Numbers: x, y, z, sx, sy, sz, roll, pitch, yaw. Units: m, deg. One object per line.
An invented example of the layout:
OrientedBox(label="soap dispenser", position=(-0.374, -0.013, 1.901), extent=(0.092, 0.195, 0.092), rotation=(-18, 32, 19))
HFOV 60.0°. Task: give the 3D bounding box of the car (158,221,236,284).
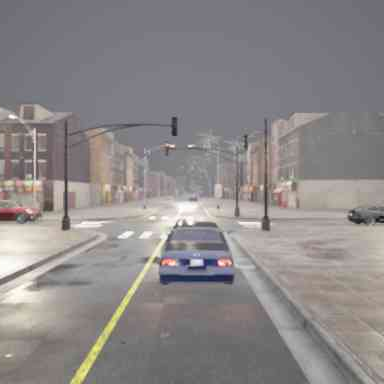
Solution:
OrientedBox(label="car", position=(0.109, 1.539, 9.568), extent=(2.033, 1.411, 5.357), rotation=(0, 0, 0))

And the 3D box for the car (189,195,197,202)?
OrientedBox(label="car", position=(0.234, 1.466, 76.502), extent=(1.882, 1.535, 5.008), rotation=(0, 0, 0))

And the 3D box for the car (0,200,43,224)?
OrientedBox(label="car", position=(-13.398, 1.372, 24.327), extent=(4.553, 1.767, 2.097), rotation=(0, 0, -1))

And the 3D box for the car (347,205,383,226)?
OrientedBox(label="car", position=(12.416, 1.497, 21.648), extent=(4.313, 1.339, 1.947), rotation=(0, 0, 0))
